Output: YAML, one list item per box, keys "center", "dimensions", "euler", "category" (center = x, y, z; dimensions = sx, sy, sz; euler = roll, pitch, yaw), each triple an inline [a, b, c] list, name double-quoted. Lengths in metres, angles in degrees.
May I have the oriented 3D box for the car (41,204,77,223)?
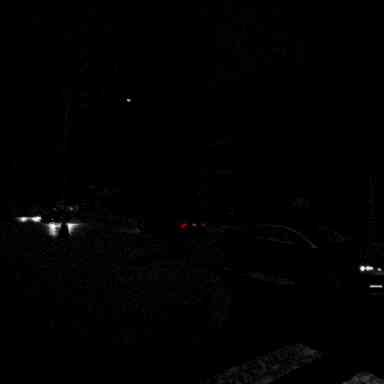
- center: [-12.367, 2.076, 30.332]
  dimensions: [1.994, 1.385, 4.181]
  euler: [2, -2, -35]
  category: "car"

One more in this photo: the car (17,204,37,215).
- center: [-21.895, 2.284, 44.142]
  dimensions: [1.895, 1.301, 4.718]
  euler: [2, -2, -35]
  category: "car"

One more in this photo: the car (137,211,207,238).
- center: [-1.309, 1.838, 19.639]
  dimensions: [2.033, 1.411, 5.357]
  euler: [2, -2, -35]
  category: "car"

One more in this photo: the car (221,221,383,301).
- center: [2.796, 1.536, 8.609]
  dimensions: [2.128, 1.511, 4.902]
  euler: [1, -2, -35]
  category: "car"

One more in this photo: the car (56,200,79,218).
- center: [-14.993, 1.989, 39.243]
  dimensions: [2.150, 2.045, 5.566]
  euler: [2, -2, -35]
  category: "car"
